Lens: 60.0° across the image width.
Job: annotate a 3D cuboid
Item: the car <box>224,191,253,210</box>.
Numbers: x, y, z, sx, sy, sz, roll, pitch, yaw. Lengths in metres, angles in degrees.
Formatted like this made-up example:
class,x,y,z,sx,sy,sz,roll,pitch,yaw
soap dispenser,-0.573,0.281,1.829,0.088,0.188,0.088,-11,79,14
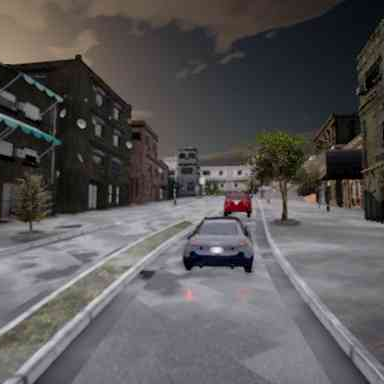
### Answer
class,x,y,z,sx,sy,sz,roll,pitch,yaw
car,3.963,0.922,28.340,2.150,2.045,5.566,-1,1,11

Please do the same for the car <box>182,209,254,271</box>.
class,x,y,z,sx,sy,sz,roll,pitch,yaw
car,0.925,1.462,10.654,1.994,1.385,4.181,-1,0,8
